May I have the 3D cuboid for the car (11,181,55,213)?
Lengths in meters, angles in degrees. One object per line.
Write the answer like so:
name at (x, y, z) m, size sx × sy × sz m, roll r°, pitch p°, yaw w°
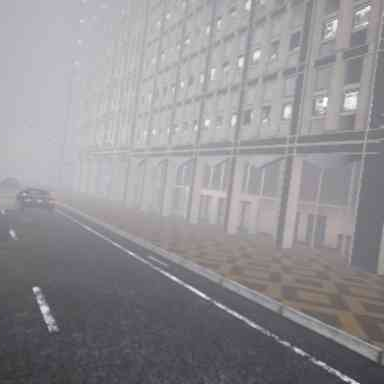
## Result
car at (-9.778, 0.403, 20.650) m, size 2.033 × 1.411 × 5.357 m, roll 7°, pitch 0°, yaw -32°

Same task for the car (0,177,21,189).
car at (-21.913, -1.068, 40.188) m, size 1.837 × 1.490 × 4.892 m, roll 7°, pitch 1°, yaw -32°
